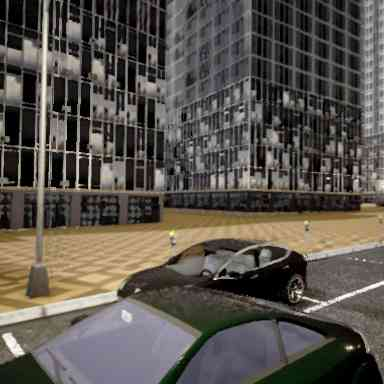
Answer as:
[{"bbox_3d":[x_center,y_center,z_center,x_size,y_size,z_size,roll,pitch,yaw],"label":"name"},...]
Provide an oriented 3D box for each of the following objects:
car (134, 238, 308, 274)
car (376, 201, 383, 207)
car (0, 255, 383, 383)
[{"bbox_3d":[0.641,1.671,6.762,4.313,1.339,1.947,1,0,-39],"label":"car"},{"bbox_3d":[45.495,2.887,78.115,1.967,1.590,4.097,1,-2,-20],"label":"car"},{"bbox_3d":[-0.190,1.608,2.704,4.181,1.385,1.994,1,-1,-39],"label":"car"}]
